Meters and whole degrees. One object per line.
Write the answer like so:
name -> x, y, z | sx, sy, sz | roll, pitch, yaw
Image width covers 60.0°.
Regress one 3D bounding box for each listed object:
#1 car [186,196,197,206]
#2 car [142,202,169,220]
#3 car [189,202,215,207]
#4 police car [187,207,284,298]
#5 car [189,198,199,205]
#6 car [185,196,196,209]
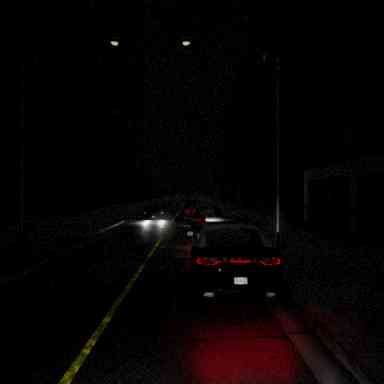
car -> -0.014, 1.520, 58.725 | 1.882, 1.535, 5.008 | 0, 0, 0
car -> -3.008, 1.562, 28.597 | 2.033, 1.411, 5.357 | 0, 0, 0
car -> 0.896, 1.533, 18.590 | 1.812, 1.442, 4.674 | 0, 0, 0
police car -> 0.898, 1.428, 8.699 | 1.930, 1.638, 5.238 | 0, 0, 0
car -> 0.894, 1.489, 24.590 | 1.882, 1.535, 5.008 | 0, 0, 0
car -> 0.006, 1.632, 45.997 | 1.895, 1.301, 4.718 | 0, 0, 1
